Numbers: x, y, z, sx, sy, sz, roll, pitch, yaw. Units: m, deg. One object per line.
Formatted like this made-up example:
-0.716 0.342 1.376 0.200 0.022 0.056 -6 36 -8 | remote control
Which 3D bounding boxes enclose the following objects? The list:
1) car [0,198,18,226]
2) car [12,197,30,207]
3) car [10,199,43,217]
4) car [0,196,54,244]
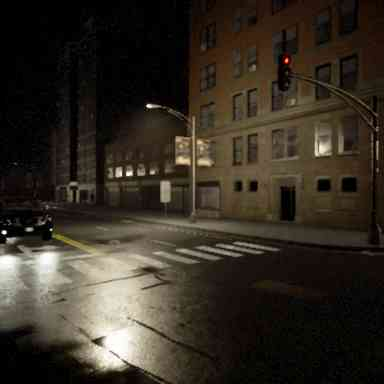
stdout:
-14.237 1.376 24.159 2.097 1.767 4.553 0 0 -36 | car
-27.902 1.561 54.076 1.837 1.490 4.892 0 0 -36 | car
-16.599 1.529 33.194 2.128 1.511 4.902 0 0 -36 | car
-8.521 1.243 16.364 2.150 2.045 5.566 0 0 -36 | car
